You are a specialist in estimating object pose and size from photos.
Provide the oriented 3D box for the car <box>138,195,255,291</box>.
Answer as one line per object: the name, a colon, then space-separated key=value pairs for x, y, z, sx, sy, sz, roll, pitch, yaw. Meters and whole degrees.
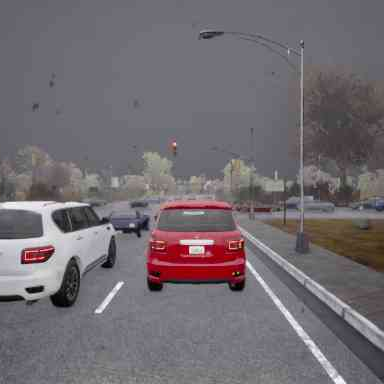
car: x=0.091 y=1.221 z=9.153 sx=2.150 sy=2.045 sz=5.566 roll=0 pitch=0 yaw=0

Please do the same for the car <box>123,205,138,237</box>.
car: x=-3.412 y=1.601 z=17.860 sx=1.895 sy=1.301 sz=4.718 roll=0 pitch=0 yaw=0

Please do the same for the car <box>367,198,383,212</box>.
car: x=23.085 y=1.212 z=37.008 sx=5.566 sy=2.045 sz=2.150 roll=0 pitch=0 yaw=3

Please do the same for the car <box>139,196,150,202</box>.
car: x=-10.554 y=1.552 z=73.997 sx=1.994 sy=1.385 sz=4.181 roll=0 pitch=0 yaw=0

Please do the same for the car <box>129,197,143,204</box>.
car: x=-10.595 y=1.601 z=63.465 sx=1.895 sy=1.301 sz=4.718 roll=0 pitch=0 yaw=0

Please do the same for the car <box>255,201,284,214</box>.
car: x=6.803 y=1.601 z=34.247 sx=4.718 sy=1.301 sz=1.895 roll=0 pitch=0 yaw=7

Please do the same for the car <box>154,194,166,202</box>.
car: x=-7.054 y=1.355 z=74.020 sx=2.097 sy=1.767 sz=4.553 roll=0 pitch=0 yaw=0

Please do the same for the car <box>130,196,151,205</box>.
car: x=-7.131 y=1.601 z=45.422 sx=1.895 sy=1.301 sz=4.718 roll=0 pitch=0 yaw=0

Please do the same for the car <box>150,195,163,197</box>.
car: x=-7.107 y=1.351 z=62.032 sx=2.097 sy=1.767 sz=4.553 roll=0 pitch=0 yaw=0

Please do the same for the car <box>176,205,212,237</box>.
car: x=0.087 y=1.526 z=18.847 sx=1.812 sy=1.442 sz=4.674 roll=0 pitch=0 yaw=0

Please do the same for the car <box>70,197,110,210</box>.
car: x=-13.653 y=1.493 z=44.712 sx=2.128 sy=1.511 sz=4.902 roll=1 pitch=0 yaw=35

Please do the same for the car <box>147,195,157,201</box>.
car: x=-10.556 y=1.541 z=88.423 sx=1.994 sy=1.385 sz=4.181 roll=0 pitch=0 yaw=0

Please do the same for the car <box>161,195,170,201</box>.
car: x=-7.055 y=1.582 z=88.675 sx=1.895 sy=1.301 sz=4.718 roll=0 pitch=0 yaw=0

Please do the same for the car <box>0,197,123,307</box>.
car: x=-3.406 y=1.221 z=8.092 sx=2.150 sy=2.045 sz=5.566 roll=0 pitch=0 yaw=0

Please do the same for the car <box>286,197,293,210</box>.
car: x=12.602 y=1.352 z=41.081 sx=4.553 sy=1.767 sz=2.097 roll=0 pitch=0 yaw=3

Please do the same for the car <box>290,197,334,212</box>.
car: x=13.750 y=1.564 z=37.511 sx=4.181 sy=1.385 sz=1.994 roll=0 pitch=0 yaw=3

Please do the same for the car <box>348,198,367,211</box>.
car: x=21.732 y=1.498 z=40.588 sx=4.892 sy=1.490 sz=1.837 roll=0 pitch=0 yaw=3
